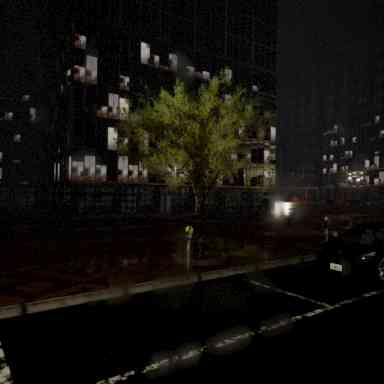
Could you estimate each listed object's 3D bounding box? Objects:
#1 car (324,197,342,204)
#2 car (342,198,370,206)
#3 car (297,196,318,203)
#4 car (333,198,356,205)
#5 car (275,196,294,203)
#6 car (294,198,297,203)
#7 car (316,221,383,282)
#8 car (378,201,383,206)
[{"bbox_3d":[27.688,1.689,64.534,1.967,1.590,4.097,1,-1,-20],"label":"car"},{"bbox_3d":[29.613,1.764,59.282,2.008,1.369,4.403,1,-1,-20],"label":"car"},{"bbox_3d":[29.300,1.821,83.021,2.192,1.841,5.009,1,-1,-20],"label":"car"},{"bbox_3d":[33.151,1.985,72.514,2.008,1.369,4.403,1,-1,-20],"label":"car"},{"bbox_3d":[21.910,1.795,80.283,1.967,1.590,4.097,1,-1,-20],"label":"car"},{"bbox_3d":[27.369,2.123,88.270,1.802,1.307,4.206,1,-1,-20],"label":"car"},{"bbox_3d":[5.544,1.574,9.810,4.313,1.339,1.947,0,1,-34],"label":"car"},{"bbox_3d":[36.946,1.890,62.170,1.752,1.417,4.829,1,-1,-20],"label":"car"}]
